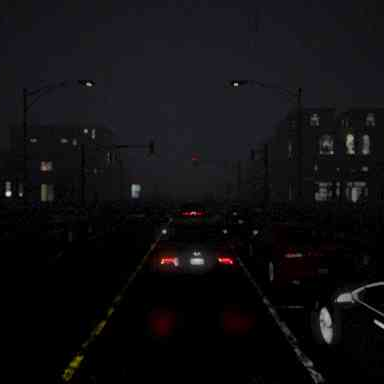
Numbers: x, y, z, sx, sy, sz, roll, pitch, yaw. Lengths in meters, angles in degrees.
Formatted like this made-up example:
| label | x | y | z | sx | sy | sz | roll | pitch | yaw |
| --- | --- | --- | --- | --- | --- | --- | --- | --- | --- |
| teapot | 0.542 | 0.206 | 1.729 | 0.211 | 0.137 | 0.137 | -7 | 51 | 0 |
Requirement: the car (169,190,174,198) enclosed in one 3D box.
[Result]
| label | x | y | z | sx | sy | sz | roll | pitch | yaw |
| --- | --- | --- | --- | --- | --- | --- | --- | --- | --- |
| car | -5.785 | 0.793 | 74.891 | 1.967 | 1.590 | 4.097 | 0 | 0 | 0 |

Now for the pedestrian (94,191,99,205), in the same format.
| label | x | y | z | sx | sy | sz | roll | pitch | yaw |
| --- | --- | --- | --- | --- | --- | --- | --- | --- | --- |
| pedestrian | -12.609 | 0.748 | 43.927 | 0.375 | 1.860 | 0.375 | 0 | 0 | 1 |

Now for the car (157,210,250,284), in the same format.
| label | x | y | z | sx | sy | sz | roll | pitch | yaw |
| --- | --- | --- | --- | --- | --- | --- | --- | --- | --- |
| car | 0.089 | 1.465 | 9.397 | 2.033 | 1.411 | 5.357 | 0 | 1 | 0 |

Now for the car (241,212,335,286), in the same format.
| label | x | y | z | sx | sy | sz | roll | pitch | yaw |
| --- | --- | --- | --- | --- | --- | --- | --- | --- | --- |
| car | 2.683 | 1.465 | 9.031 | 1.887 | 1.381 | 4.507 | 0 | 0 | 0 |

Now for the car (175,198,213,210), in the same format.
| label | x | y | z | sx | sy | sz | roll | pitch | yaw |
| --- | --- | --- | --- | --- | --- | --- | --- | --- | --- |
| car | 0.073 | 1.328 | 20.208 | 1.837 | 1.490 | 4.892 | 0 | 0 | 0 |

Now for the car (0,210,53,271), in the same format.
| label | x | y | z | sx | sy | sz | roll | pitch | yaw |
| --- | --- | --- | --- | --- | --- | --- | --- | --- | --- |
| car | -5.697 | 1.360 | 9.036 | 1.967 | 1.590 | 4.097 | 0 | 0 | 0 |

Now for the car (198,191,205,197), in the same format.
| label | x | y | z | sx | sy | sz | roll | pitch | yaw |
| --- | --- | --- | --- | --- | --- | --- | --- | --- | --- |
| car | 2.574 | 0.655 | 91.454 | 1.967 | 1.590 | 4.097 | 0 | 0 | 0 |

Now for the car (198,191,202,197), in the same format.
| label | x | y | z | sx | sy | sz | roll | pitch | yaw |
| --- | --- | --- | --- | --- | --- | --- | --- | --- | --- |
| car | 2.610 | 1.029 | 63.846 | 1.802 | 1.307 | 4.206 | 0 | 0 | 0 |

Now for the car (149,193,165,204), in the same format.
| label | x | y | z | sx | sy | sz | roll | pitch | yaw |
| --- | --- | --- | --- | --- | --- | --- | --- | --- | --- |
| car | -5.756 | 1.124 | 52.806 | 1.802 | 1.307 | 4.206 | 0 | 0 | 0 |

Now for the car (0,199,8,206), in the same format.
| label | x | y | z | sx | sy | sz | roll | pitch | yaw |
| --- | --- | --- | --- | --- | --- | --- | --- | --- | --- |
| car | -25.505 | 1.084 | 41.168 | 4.829 | 1.417 | 1.752 | 0 | 0 | 1 |

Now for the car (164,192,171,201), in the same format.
| label | x | y | z | sx | sy | sz | roll | pitch | yaw |
| --- | --- | --- | --- | --- | --- | --- | --- | --- | --- |
| car | -5.771 | 0.998 | 63.848 | 2.008 | 1.369 | 4.403 | 0 | 0 | 0 |

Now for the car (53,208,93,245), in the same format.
| label | x | y | z | sx | sy | sz | roll | pitch | yaw |
| --- | --- | --- | --- | --- | --- | --- | --- | --- | --- |
| car | -5.706 | 1.422 | 14.729 | 2.008 | 1.369 | 4.403 | 0 | 0 | 0 |

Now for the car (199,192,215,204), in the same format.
| label | x | y | z | sx | sy | sz | roll | pitch | yaw |
| --- | --- | --- | --- | --- | --- | --- | --- | --- | --- |
| car | 2.625 | 1.108 | 52.804 | 1.947 | 1.339 | 4.313 | 0 | 0 | 0 |

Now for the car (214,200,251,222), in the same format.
| label | x | y | z | sx | sy | sz | roll | pitch | yaw |
| --- | --- | --- | --- | --- | --- | --- | --- | --- | --- |
| car | 2.668 | 1.373 | 20.415 | 2.008 | 1.369 | 4.403 | 0 | 0 | 0 |

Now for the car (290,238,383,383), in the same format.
| label | x | y | z | sx | sy | sz | roll | pitch | yaw |
| --- | --- | --- | --- | --- | --- | --- | --- | --- | --- |
| car | 2.690 | 1.521 | 3.339 | 2.008 | 1.369 | 4.403 | 0 | 0 | 0 |
